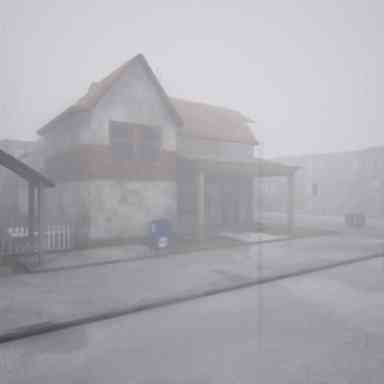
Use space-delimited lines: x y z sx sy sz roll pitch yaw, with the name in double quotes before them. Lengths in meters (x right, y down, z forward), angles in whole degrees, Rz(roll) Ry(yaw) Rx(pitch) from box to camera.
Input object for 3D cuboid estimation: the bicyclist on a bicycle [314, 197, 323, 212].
"bicyclist on a bicycle" 13.821 1.411 36.193 1.656 1.620 0.582 0 0 -35
